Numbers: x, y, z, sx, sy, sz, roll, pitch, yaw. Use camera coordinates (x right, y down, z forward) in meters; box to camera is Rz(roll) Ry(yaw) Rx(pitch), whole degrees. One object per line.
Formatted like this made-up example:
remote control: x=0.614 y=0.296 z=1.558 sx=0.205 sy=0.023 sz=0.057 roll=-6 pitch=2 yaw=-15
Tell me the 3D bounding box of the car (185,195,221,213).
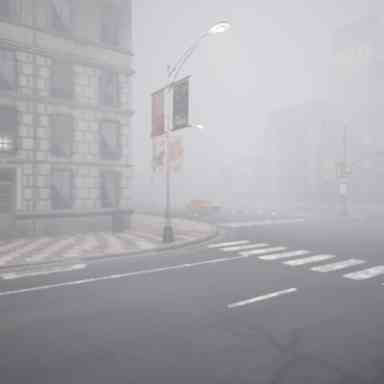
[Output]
car: x=1.182 y=1.486 z=36.697 sx=1.882 sy=1.535 sz=5.008 roll=0 pitch=0 yaw=-36
